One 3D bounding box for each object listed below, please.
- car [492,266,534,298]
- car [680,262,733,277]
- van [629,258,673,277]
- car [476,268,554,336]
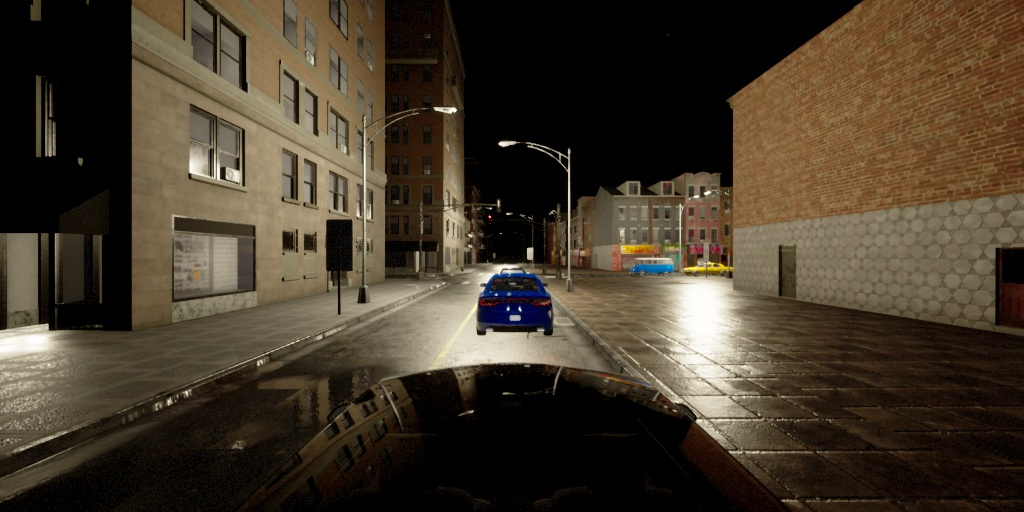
[{"bbox_3d":[0.032,1.313,19.224,1.994,1.385,4.181,0,0,0],"label":"car"},{"bbox_3d":[19.051,1.267,35.028,4.829,1.417,1.751,0,0,0],"label":"car"},{"bbox_3d":[13.610,1.087,35.015,3.998,1.789,1.690,0,0,0],"label":"van"},{"bbox_3d":[0.067,1.227,10.456,1.882,1.535,5.008,0,0,0],"label":"car"}]
